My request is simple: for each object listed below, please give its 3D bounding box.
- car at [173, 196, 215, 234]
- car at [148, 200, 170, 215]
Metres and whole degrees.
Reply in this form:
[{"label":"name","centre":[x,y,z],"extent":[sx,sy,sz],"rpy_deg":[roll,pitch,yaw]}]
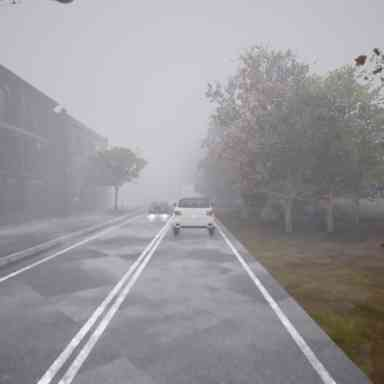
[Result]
[{"label":"car","centre":[0.097,1.221,19.155],"extent":[2.150,2.045,5.566],"rpy_deg":[0,0,0]},{"label":"car","centre":[-3.345,1.563,34.331],"extent":[1.994,1.385,4.181],"rpy_deg":[0,0,0]}]
